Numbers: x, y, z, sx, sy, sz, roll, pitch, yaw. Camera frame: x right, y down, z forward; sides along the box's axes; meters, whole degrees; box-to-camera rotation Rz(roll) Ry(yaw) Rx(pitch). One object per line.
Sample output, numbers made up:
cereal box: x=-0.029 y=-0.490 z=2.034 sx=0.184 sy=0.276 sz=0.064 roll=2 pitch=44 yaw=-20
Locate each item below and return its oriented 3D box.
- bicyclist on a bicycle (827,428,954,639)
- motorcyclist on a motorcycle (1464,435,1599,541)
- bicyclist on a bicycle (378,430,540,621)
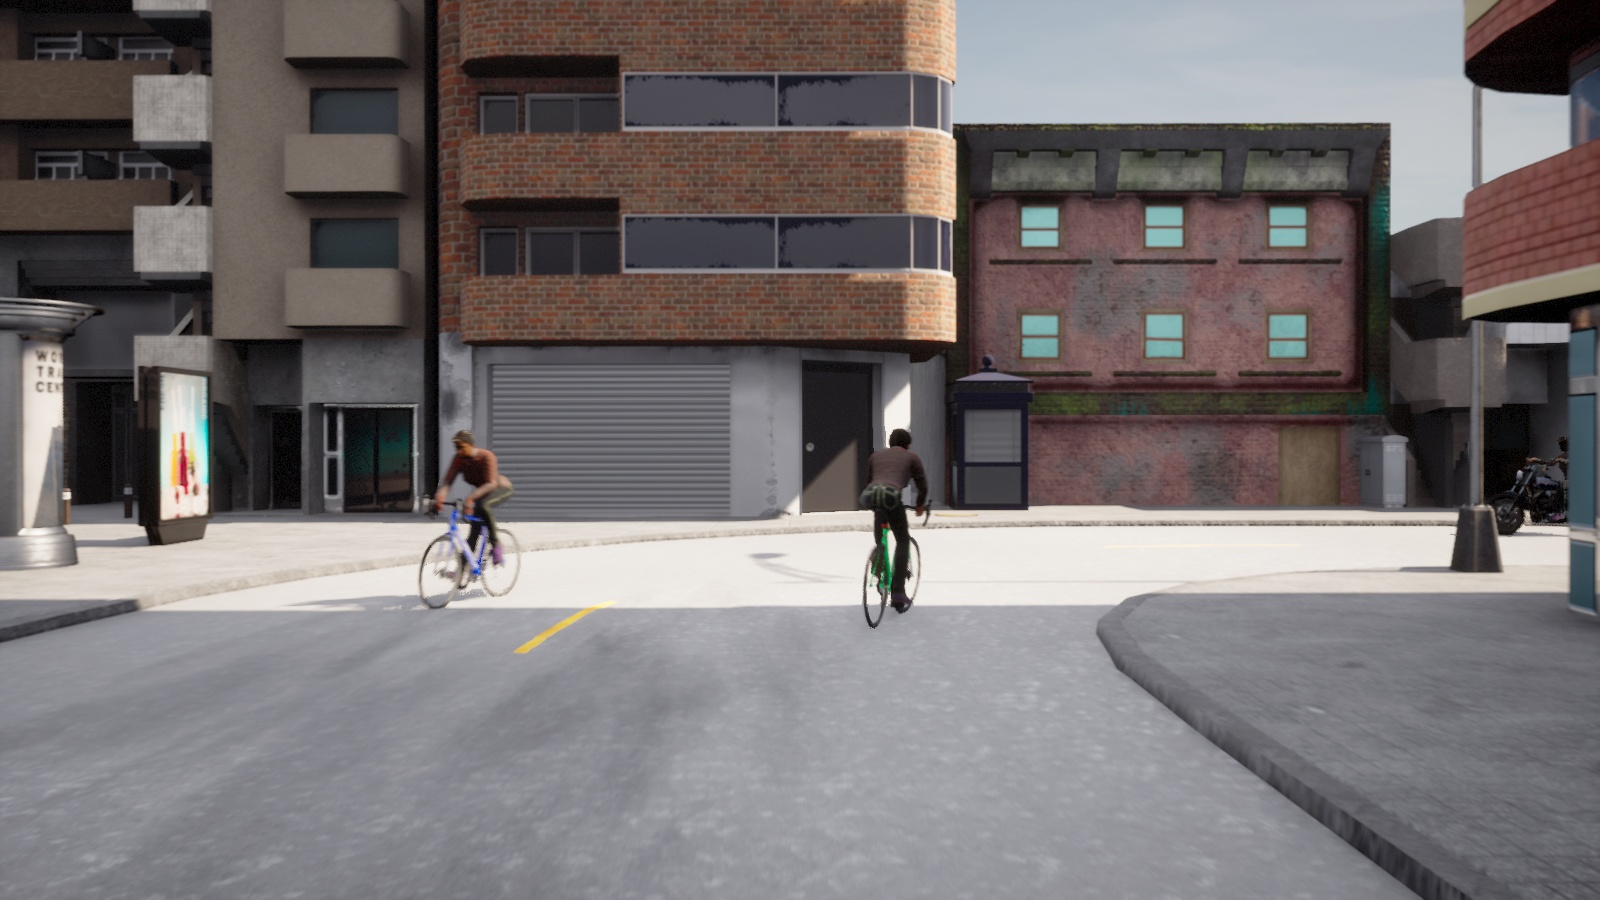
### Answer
bicyclist on a bicycle: x=0.793 y=0.643 z=10.556 sx=0.582 sy=1.620 sz=1.656 roll=2 pitch=1 yaw=20
motorcyclist on a motorcycle: x=11.985 y=0.596 z=20.061 sx=2.350 sy=1.649 sz=0.766 roll=0 pitch=0 yaw=0
bicyclist on a bicycle: x=-3.109 y=0.635 z=11.610 sx=0.582 sy=1.620 sz=1.656 roll=2 pitch=1 yaw=20
